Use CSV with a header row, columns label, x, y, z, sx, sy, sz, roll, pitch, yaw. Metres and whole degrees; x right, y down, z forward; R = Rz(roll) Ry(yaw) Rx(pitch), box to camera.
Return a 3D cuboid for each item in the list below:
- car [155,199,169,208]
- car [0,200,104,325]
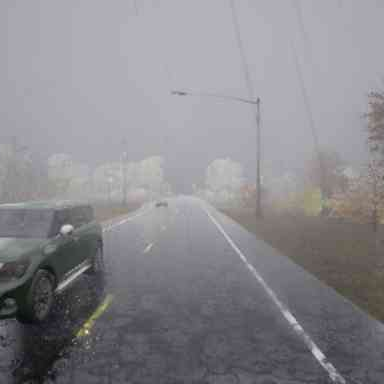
label,x,y,z,sx,sy,sz,roll,pitch,yaw
car,-4.302,1.634,47.752,1.895,1.301,4.718,0,0,-5
car,-3.598,1.224,7.468,2.150,2.045,5.566,0,0,0
